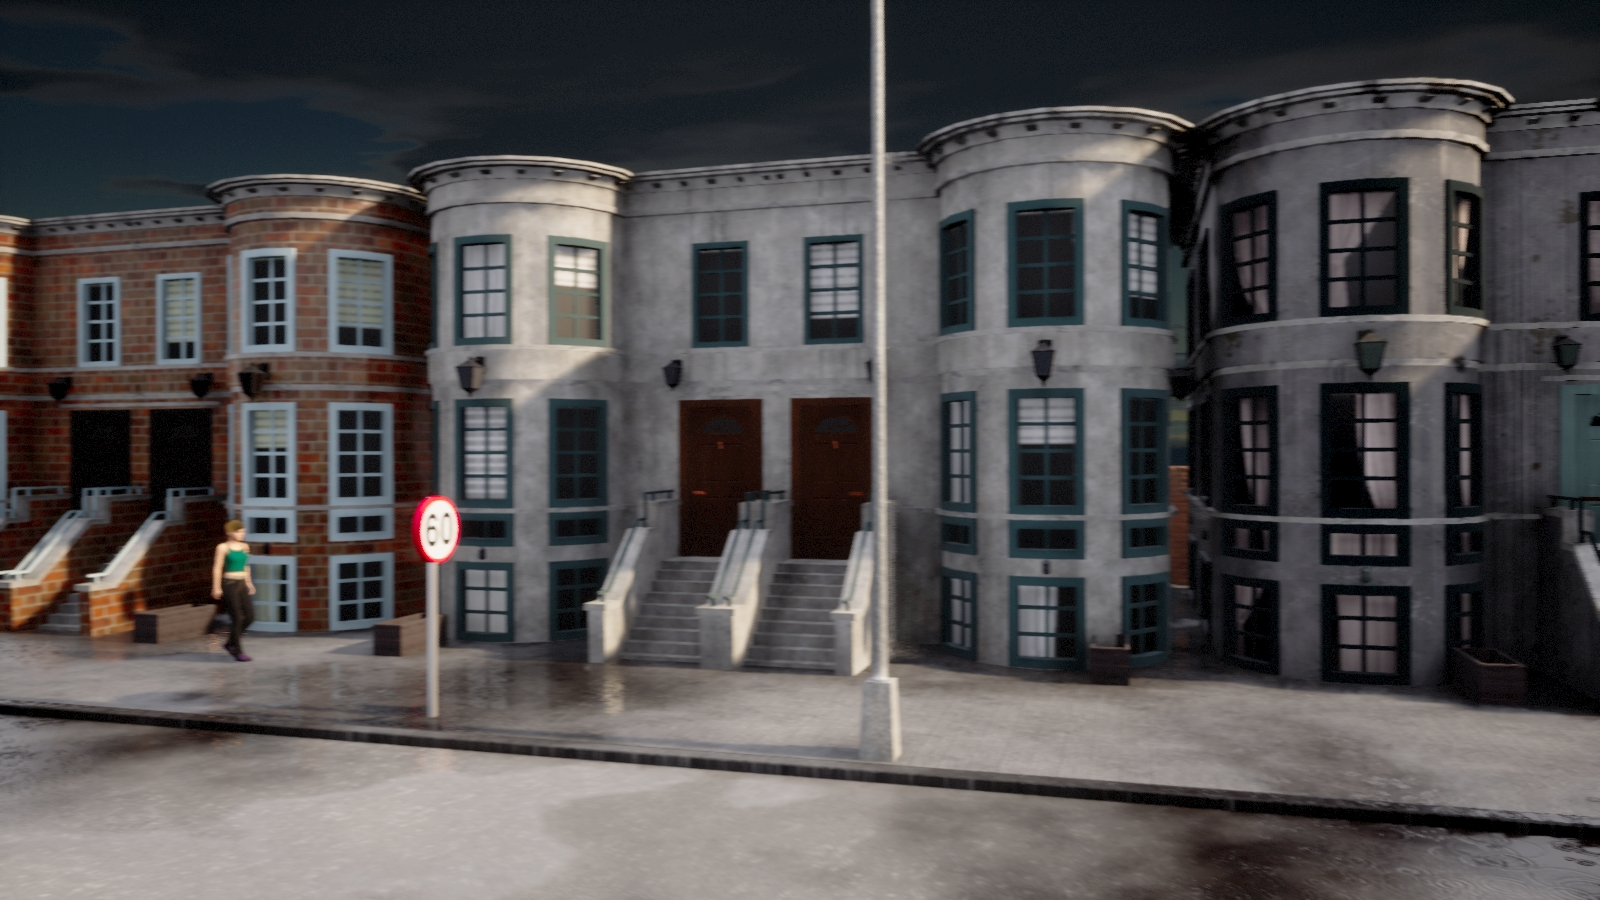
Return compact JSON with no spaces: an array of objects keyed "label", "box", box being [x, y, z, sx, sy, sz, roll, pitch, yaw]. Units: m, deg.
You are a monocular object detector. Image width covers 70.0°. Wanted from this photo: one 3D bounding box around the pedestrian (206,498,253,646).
[{"label":"pedestrian","box":[-7.355,1.558,14.738,0.375,1.860,0.375,0,0,20]}]
